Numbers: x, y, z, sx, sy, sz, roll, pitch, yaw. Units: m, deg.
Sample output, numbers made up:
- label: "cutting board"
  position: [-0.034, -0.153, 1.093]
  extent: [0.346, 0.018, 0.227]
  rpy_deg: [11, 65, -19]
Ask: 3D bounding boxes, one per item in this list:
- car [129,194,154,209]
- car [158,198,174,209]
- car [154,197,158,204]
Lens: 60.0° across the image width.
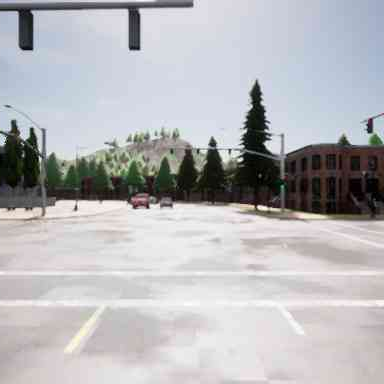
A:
- label: "car"
  position: [-6.954, 1.289, 46.263]
  extent: [2.150, 2.045, 5.566]
  rpy_deg: [0, 0, -3]
- label: "car"
  position: [-3.602, 1.576, 47.618]
  extent: [1.837, 1.490, 4.892]
  rpy_deg: [0, 0, -5]
- label: "car"
  position: [-7.852, 1.588, 63.858]
  extent: [2.128, 1.511, 4.902]
  rpy_deg: [0, 0, -25]
